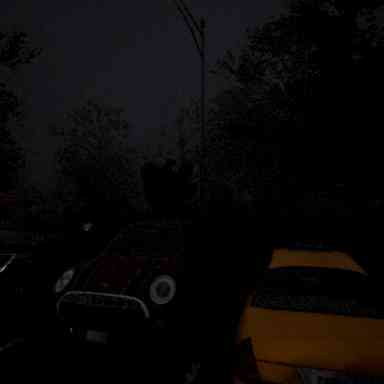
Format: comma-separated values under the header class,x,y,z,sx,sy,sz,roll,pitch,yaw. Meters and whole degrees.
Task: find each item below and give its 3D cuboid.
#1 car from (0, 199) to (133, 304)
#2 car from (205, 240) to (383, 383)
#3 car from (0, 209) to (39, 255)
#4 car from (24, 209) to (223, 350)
class,x,y,z,sx,sy,sz,roll,pitch,yaw
car,-3.135,1.233,8.271,2.435,2.045,5.566,1,-1,15
car,1.769,1.494,5.068,1.946,1.575,5.366,0,-1,15
car,-8.032,1.470,11.673,2.231,1.521,4.892,0,-1,14
car,-0.690,1.367,6.628,2.185,1.767,4.553,1,-1,15
